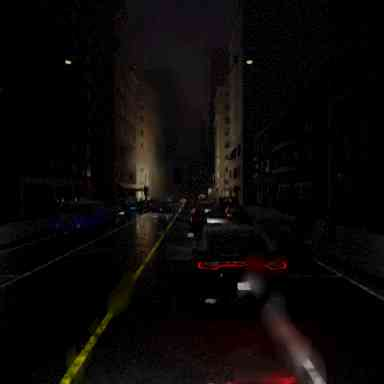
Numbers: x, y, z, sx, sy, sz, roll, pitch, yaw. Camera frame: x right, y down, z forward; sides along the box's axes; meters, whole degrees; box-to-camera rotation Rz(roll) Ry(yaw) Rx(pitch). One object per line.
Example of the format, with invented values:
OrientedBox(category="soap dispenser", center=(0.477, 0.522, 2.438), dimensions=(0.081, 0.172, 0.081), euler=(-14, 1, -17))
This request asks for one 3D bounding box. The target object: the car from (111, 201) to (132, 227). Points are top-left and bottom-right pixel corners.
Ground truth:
OrientedBox(category="car", center=(-5.643, 1.534, 22.534), dimensions=(2.008, 1.369, 4.403), euler=(0, 0, 0))

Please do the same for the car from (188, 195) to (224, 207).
OrientedBox(category="car", center=(0.928, 1.333, 24.169), dimensions=(2.097, 1.767, 4.553), euler=(0, 0, 0))

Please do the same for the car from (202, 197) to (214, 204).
OrientedBox(category="car", center=(2.930, 1.534, 61.033), dimensions=(1.947, 1.339, 4.313), euler=(0, 0, 0))

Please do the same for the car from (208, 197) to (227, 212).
OrientedBox(category="car", center=(2.903, 1.415, 39.028), dimensions=(1.967, 1.590, 4.097), euler=(0, 0, 0))

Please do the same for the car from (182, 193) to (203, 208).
OrientedBox(category="car", center=(0.081, 1.324, 46.285), dimensions=(2.097, 1.767, 4.553), euler=(0, 0, 1))

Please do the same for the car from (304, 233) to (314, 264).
OrientedBox(category="car", center=(2.869, 1.573, 11.521), dimensions=(1.802, 1.307, 4.206), euler=(0, 0, 0))

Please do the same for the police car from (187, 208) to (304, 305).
OrientedBox(category="police car", center=(0.909, 1.419, 8.309), dimensions=(1.930, 1.638, 5.238), euler=(0, 0, 0))

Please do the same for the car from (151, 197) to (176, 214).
OrientedBox(category="car", center=(-3.057, 1.541, 34.600), dimensions=(1.994, 1.385, 4.181), euler=(0, 0, 0))

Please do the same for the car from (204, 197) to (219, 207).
OrientedBox(category="car", center=(2.916, 1.522, 50.030), dimensions=(2.008, 1.369, 4.403), euler=(0, 0, 0))

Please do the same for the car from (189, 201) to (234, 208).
OrientedBox(category="car", center=(0.921, 1.464, 18.199), dimensions=(1.882, 1.535, 5.008), euler=(0, 0, 0))

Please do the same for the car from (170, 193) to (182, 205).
OrientedBox(category="car", center=(-2.927, 1.474, 60.262), dimensions=(1.837, 1.490, 4.892), euler=(0, 0, 0))

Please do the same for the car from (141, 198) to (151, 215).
OrientedBox(category="car", center=(-5.629, 1.543, 33.537), dimensions=(1.947, 1.339, 4.313), euler=(0, 0, 0))

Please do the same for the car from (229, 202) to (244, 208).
OrientedBox(category="car", center=(2.883, 1.565, 22.523), dimensions=(1.802, 1.307, 4.206), euler=(0, 0, 0))

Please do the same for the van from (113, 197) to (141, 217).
OrientedBox(category="van", center=(-5.636, 1.321, 28.035), dimensions=(1.690, 1.788, 3.998), euler=(0, 0, 0))

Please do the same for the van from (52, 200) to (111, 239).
OrientedBox(category="van", center=(-5.650, 1.328, 17.034), dimensions=(1.690, 1.788, 3.998), euler=(0, 0, 0))

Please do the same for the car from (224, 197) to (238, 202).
OrientedBox(category="car", center=(2.889, 1.295, 28.024), dimensions=(2.192, 1.841, 5.009), euler=(0, 0, 0))

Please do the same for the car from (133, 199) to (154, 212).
OrientedBox(category="car", center=(-5.622, 1.557, 39.038), dimensions=(1.802, 1.307, 4.206), euler=(0, 0, 0))

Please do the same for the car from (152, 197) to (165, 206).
OrientedBox(category="car", center=(-5.603, 1.551, 55.542), dimensions=(1.802, 1.307, 4.206), euler=(0, 0, 0))

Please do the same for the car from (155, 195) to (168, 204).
OrientedBox(category="car", center=(-5.596, 1.408, 61.044), dimensions=(1.967, 1.590, 4.097), euler=(0, 0, 0))

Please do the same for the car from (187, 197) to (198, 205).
OrientedBox(category="car", center=(0.072, 1.533, 59.069), dimensions=(1.994, 1.385, 4.181), euler=(0, 0, 0))
